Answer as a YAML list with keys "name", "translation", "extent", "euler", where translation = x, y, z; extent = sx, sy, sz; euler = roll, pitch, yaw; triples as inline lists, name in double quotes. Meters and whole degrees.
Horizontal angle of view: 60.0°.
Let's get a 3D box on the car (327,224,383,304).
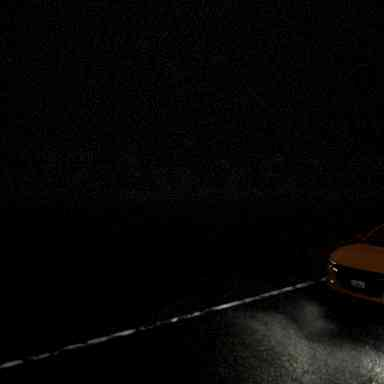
- name: "car"
  translation: [5.121, 1.424, 7.636]
  extent: [5.008, 1.535, 1.882]
  euler: [0, 0, -35]
